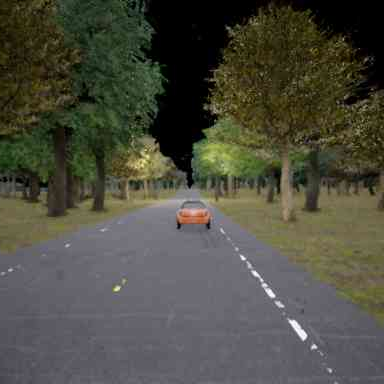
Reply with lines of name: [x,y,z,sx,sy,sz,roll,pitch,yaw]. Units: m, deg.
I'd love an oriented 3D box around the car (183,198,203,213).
car: [0.093,1.504,38.622,2.128,1.511,4.902,0,0,0]

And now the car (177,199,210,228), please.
car: [0.096,1.371,22.415,2.097,1.767,4.553,0,0,0]
